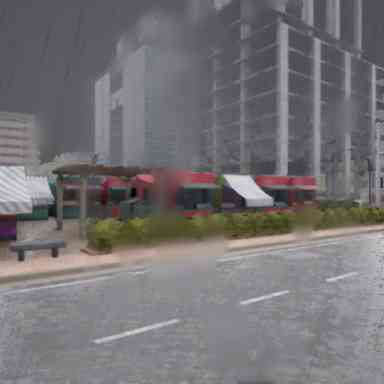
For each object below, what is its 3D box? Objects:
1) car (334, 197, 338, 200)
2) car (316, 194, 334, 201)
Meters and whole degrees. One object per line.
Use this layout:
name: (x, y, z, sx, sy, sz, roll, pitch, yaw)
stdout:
car: (26.304, 1.246, 64.294, 1.905, 1.878, 3.866, 0, 0, -36)
car: (23.912, 1.239, 62.583, 1.905, 1.878, 3.866, 0, 0, -36)
